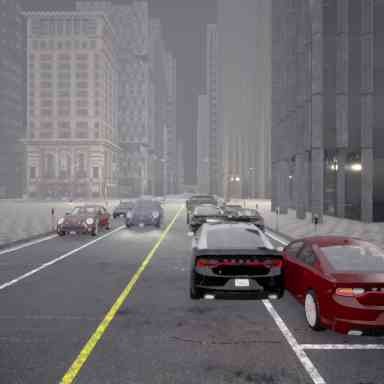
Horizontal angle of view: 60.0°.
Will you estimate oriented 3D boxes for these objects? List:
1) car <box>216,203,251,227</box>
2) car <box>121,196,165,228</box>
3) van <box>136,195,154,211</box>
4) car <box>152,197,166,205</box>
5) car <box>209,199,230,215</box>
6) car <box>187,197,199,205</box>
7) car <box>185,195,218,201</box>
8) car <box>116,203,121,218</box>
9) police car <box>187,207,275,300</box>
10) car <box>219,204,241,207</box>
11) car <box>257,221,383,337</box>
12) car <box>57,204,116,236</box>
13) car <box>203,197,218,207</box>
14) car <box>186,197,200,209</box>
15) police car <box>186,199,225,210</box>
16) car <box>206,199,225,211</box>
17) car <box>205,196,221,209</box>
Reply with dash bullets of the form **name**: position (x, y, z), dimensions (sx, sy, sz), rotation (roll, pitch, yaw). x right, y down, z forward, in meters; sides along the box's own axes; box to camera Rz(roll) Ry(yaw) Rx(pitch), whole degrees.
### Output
- **car**: position (2.807, 1.560, 23.638), dimensions (1.947, 1.339, 4.313), rotation (0, 0, 0)
- **car**: position (-2.956, 1.347, 21.794), dimensions (2.097, 1.767, 4.553), rotation (0, 0, 0)
- **van**: position (-5.685, 1.323, 40.577), dimensions (1.690, 1.788, 3.998), rotation (0, 0, 0)
- **car**: position (-5.650, 1.516, 57.500), dimensions (2.008, 1.369, 4.403), rotation (0, 0, 0)
- **car**: position (2.830, 1.512, 35.090), dimensions (1.752, 1.417, 4.829), rotation (0, 0, 0)
- **car**: position (0.116, 1.529, 58.096), dimensions (1.994, 1.385, 4.181), rotation (0, 0, 0)
- **car**: position (0.725, 1.217, 24.486), dimensions (2.150, 2.045, 5.566), rotation (0, 0, 0)
- **car**: position (-5.707, 1.557, 29.295), dimensions (1.947, 1.339, 4.313), rotation (0, 0, 0)
- **police car**: position (0.904, 1.426, 8.566), dimensions (1.930, 1.638, 5.238), rotation (0, 0, 0)
- **car**: position (2.796, 1.548, 17.998), dimensions (2.008, 1.369, 4.403), rotation (0, 0, 0)
- **car**: position (2.773, 1.544, 6.717), dimensions (1.887, 1.381, 4.507), rotation (0, 0, 0)
- **car**: position (-5.730, 1.437, 18.013), dimensions (1.967, 1.590, 4.097), rotation (0, 0, 0)
- **car**: position (2.864, 1.522, 51.843), dimensions (2.008, 1.369, 4.403), rotation (0, 0, 0)
- **car**: position (0.122, 1.483, 45.535), dimensions (1.837, 1.490, 4.892), rotation (0, 0, 1)
- **police car**: position (0.809, 1.422, 18.538), dimensions (1.930, 1.638, 5.238), rotation (0, 0, -2)
- **car**: position (2.841, 1.533, 40.561), dimensions (2.008, 1.369, 4.403), rotation (0, 0, 0)
- **car**: position (2.852, 1.417, 46.202), dimensions (1.967, 1.590, 4.097), rotation (0, 0, 0)
